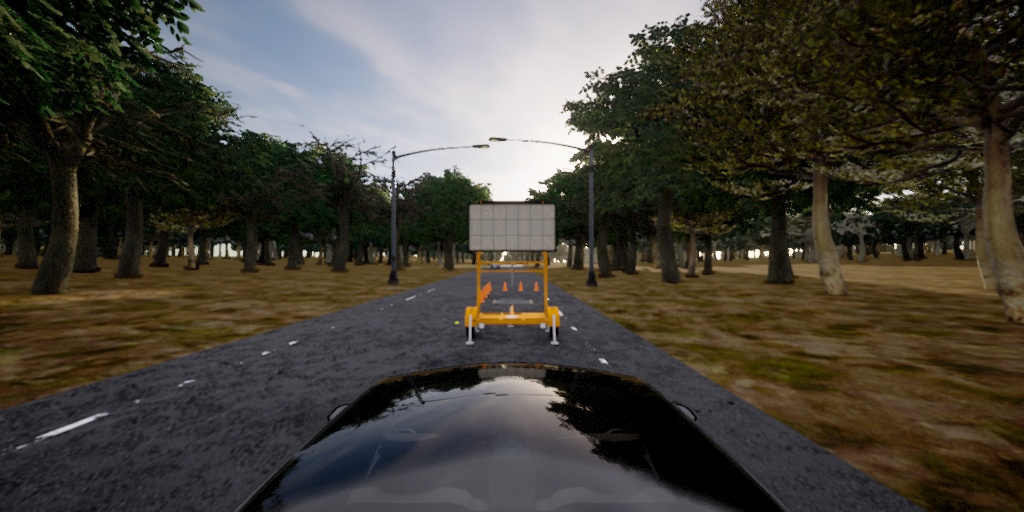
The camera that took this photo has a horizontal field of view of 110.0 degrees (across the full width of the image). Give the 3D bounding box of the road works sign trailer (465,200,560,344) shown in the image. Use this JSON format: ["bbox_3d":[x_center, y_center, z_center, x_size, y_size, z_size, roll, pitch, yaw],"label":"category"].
[{"bbox_3d":[0.008,0.291,9.821,2.380,3.560,2.880,0,0,0],"label":"road works sign trailer"}]
